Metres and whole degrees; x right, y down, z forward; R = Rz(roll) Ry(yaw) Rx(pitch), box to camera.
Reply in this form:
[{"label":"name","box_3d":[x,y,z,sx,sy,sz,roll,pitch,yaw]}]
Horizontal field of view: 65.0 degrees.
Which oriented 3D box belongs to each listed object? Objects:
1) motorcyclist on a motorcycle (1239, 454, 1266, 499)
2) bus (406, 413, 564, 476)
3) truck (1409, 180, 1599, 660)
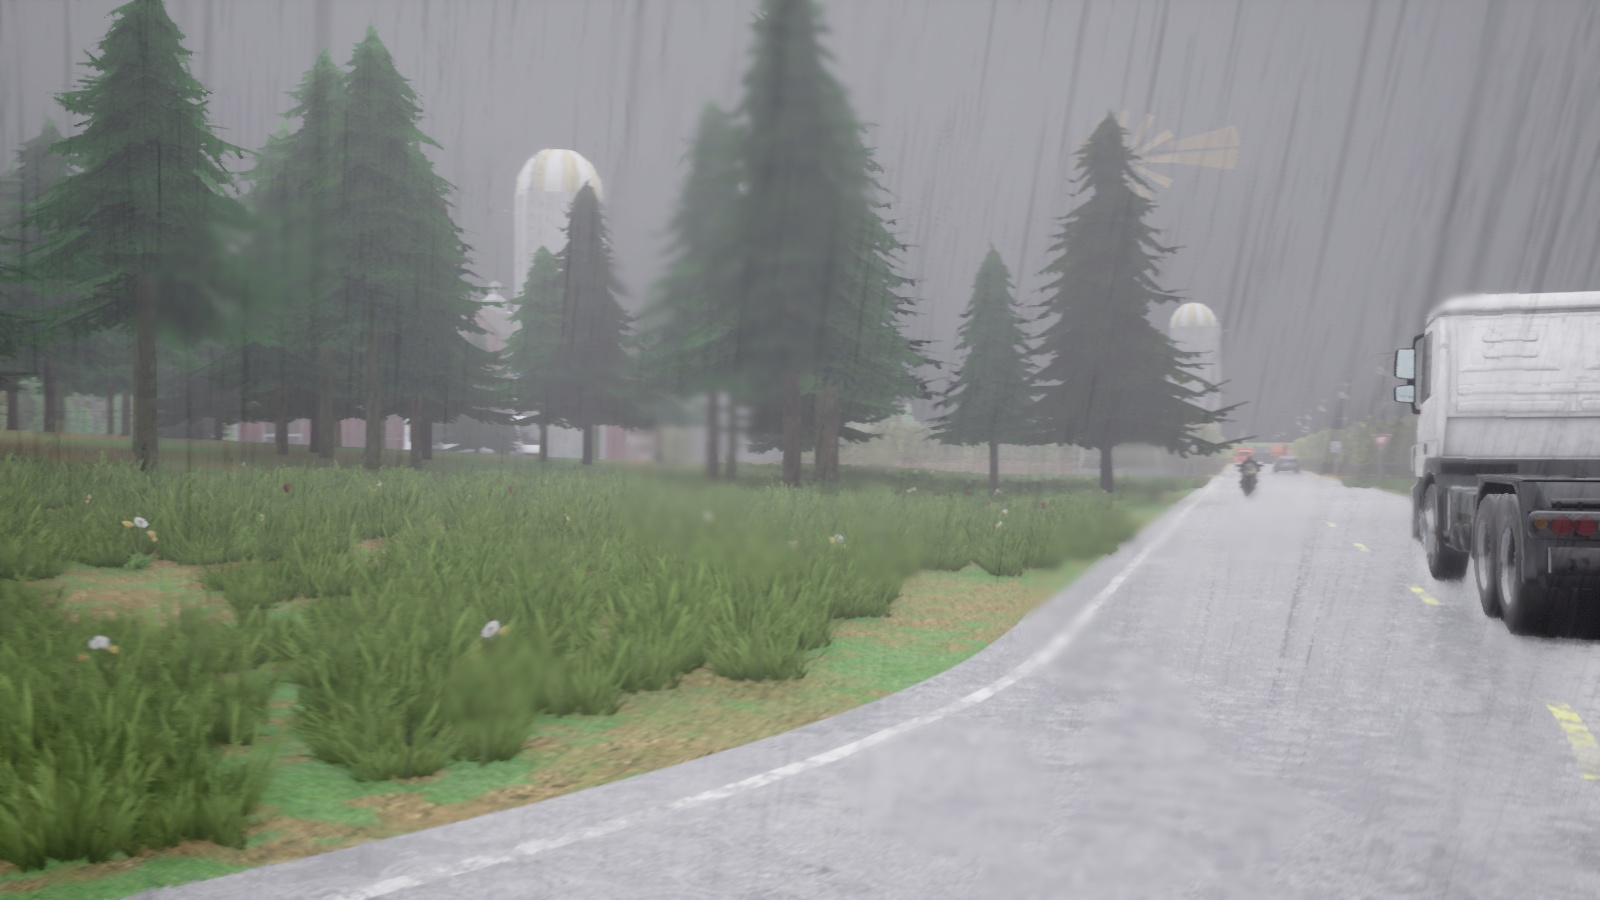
[{"label":"motorcyclist on a motorcycle","box_3d":[15.936,0.913,44.260,0.866,1.530,2.191,0,0,20]},{"label":"bus","box_3d":[-22.005,-0.324,87.852,10.273,4.253,3.944,0,0,20]},{"label":"truck","box_3d":[8.081,-0.211,12.453,2.891,3.462,7.936,0,0,20]}]
